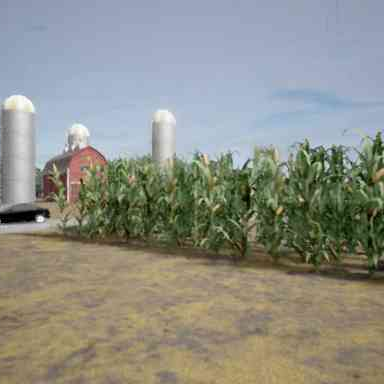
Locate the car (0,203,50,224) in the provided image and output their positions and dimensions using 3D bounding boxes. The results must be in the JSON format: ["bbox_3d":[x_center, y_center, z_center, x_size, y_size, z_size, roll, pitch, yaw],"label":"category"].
[{"bbox_3d":[-13.033,1.573,24.412,1.882,1.535,5.008,1,1,37],"label":"car"}]
